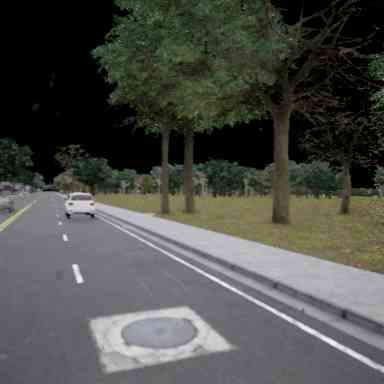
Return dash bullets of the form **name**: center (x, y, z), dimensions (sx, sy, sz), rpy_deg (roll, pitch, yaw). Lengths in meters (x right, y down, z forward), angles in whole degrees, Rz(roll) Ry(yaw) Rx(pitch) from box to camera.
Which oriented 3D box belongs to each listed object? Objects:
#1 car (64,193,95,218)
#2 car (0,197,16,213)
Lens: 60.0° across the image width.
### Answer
- **car**: center (-9.632, 1.113, 28.412), dimensions (2.150, 2.045, 5.566), rpy_deg (1, 0, -23)
- **car**: center (-18.606, 1.238, 32.748), dimensions (1.812, 1.442, 4.674), rpy_deg (1, 0, -23)
